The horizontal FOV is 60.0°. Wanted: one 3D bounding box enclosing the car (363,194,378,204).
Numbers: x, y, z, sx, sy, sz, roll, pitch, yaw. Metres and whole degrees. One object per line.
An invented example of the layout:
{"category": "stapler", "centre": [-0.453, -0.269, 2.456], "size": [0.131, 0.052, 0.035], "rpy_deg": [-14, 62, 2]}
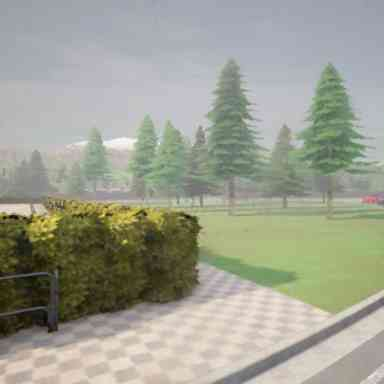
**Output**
{"category": "car", "centre": [36.185, 1.379, 67.200], "size": [2.150, 2.045, 5.566], "rpy_deg": [0, 0, 15]}

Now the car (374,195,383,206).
{"category": "car", "centre": [33.519, 1.680, 57.160], "size": [2.128, 1.511, 4.902], "rpy_deg": [0, 0, 15]}
